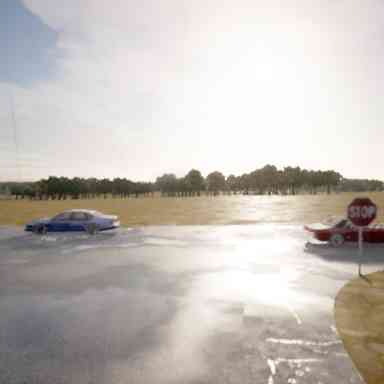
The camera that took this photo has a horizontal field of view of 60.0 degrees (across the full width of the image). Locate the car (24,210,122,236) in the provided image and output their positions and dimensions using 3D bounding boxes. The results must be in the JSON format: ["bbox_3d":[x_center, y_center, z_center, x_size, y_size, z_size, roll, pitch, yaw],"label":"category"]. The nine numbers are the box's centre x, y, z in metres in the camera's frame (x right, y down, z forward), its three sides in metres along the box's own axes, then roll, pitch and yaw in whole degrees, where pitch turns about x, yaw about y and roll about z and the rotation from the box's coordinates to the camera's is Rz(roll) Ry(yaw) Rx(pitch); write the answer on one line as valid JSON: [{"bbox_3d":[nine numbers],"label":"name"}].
[{"bbox_3d":[-6.991,1.773,19.822,5.357,1.411,2.033,0,2,2],"label":"car"}]

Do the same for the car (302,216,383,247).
[{"bbox_3d":[7.888,1.835,15.880,4.718,1.301,1.895,0,2,1],"label":"car"}]
